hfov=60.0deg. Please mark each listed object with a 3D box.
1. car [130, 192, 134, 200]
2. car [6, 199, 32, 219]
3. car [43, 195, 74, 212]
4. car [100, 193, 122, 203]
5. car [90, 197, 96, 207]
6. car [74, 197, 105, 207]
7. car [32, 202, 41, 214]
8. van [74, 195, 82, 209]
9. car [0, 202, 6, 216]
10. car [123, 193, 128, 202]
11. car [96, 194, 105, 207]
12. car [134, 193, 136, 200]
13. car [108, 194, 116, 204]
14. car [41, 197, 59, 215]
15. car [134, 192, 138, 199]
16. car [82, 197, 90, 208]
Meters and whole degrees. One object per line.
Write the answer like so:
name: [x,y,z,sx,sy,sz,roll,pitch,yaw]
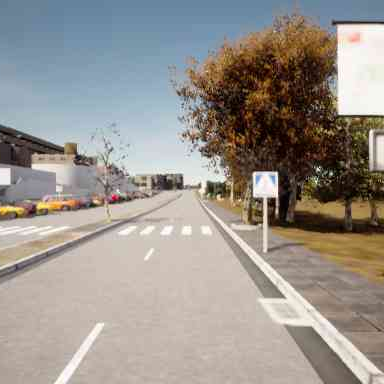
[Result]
car: [-16.826,1.338,78.460,4.553,1.767,2.185,-1,1,-20]
car: [-16.712,1.511,27.789,5.366,1.575,1.946,-1,-1,-20]
car: [-16.850,1.472,39.665,4.553,1.767,2.185,-1,0,-20]
car: [-16.892,1.325,63.520,5.566,2.045,2.435,-1,1,-20]
car: [-16.898,1.656,48.597,4.792,1.488,2.163,-1,0,-20]
car: [-16.841,1.648,54.593,4.792,1.488,2.163,-1,0,-20]
car: [-16.909,1.568,30.693,4.792,1.488,2.163,-1,0,-20]
van: [-16.771,1.386,42.693,4.442,1.987,1.878,-1,-1,-20]
car: [-16.882,1.539,24.740,4.674,1.452,2.002,-1,0,-20]
car: [-16.838,1.280,69.516,5.566,2.045,2.435,-1,0,-20]
car: [-16.698,1.618,51.666,5.366,1.575,1.946,-1,0,-20]
car: [-16.847,1.481,81.433,4.674,1.452,2.002,-1,1,-20]
car: [-16.861,1.633,60.551,4.674,1.452,2.002,-1,1,-20]
car: [-16.708,1.555,33.755,5.366,1.575,1.946,-1,-1,-20]
car: [-16.824,1.447,84.452,4.792,1.488,2.163,-1,0,-20]
car: [-16.869,1.659,45.624,4.674,1.452,2.002,-1,0,-20]
